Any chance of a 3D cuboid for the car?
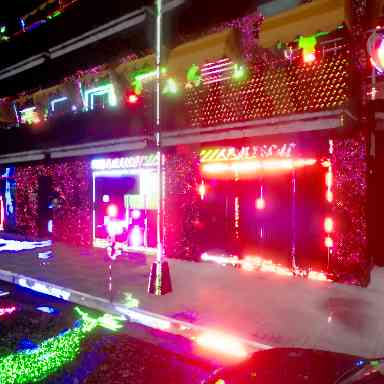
[{"bbox_3d":[1.878,1.551,1.532,4.403,1.369,2.008,0,0,36],"label":"car"}]
